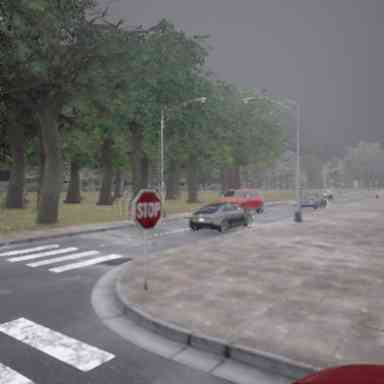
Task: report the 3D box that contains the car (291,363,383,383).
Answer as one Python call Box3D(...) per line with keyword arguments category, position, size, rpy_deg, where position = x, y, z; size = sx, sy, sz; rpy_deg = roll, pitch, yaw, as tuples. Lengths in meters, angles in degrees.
Box3D(category="car", position=(2.376, 1.527, 1.101), size=(4.507, 1.381, 1.887), rpy_deg=(-1, 0, 36))

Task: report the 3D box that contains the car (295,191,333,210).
Box3D(category="car", position=(11.529, 0.896, 31.932), size=(2.033, 1.411, 5.357), rpy_deg=(0, 1, 35))

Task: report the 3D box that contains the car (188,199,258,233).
Box3D(category="car", position=(1.624, 1.300, 18.033), size=(1.994, 1.385, 4.181), rpy_deg=(0, 1, 35))

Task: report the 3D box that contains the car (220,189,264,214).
Box3D(category="car", position=(3.771, 0.768, 26.128), size=(2.150, 2.045, 5.566), rpy_deg=(0, 1, 35))

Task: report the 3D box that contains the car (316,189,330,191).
Box3D(category="car", position=(17.963, 0.354, 45.885), size=(2.097, 1.767, 4.553), rpy_deg=(0, 2, 36))
